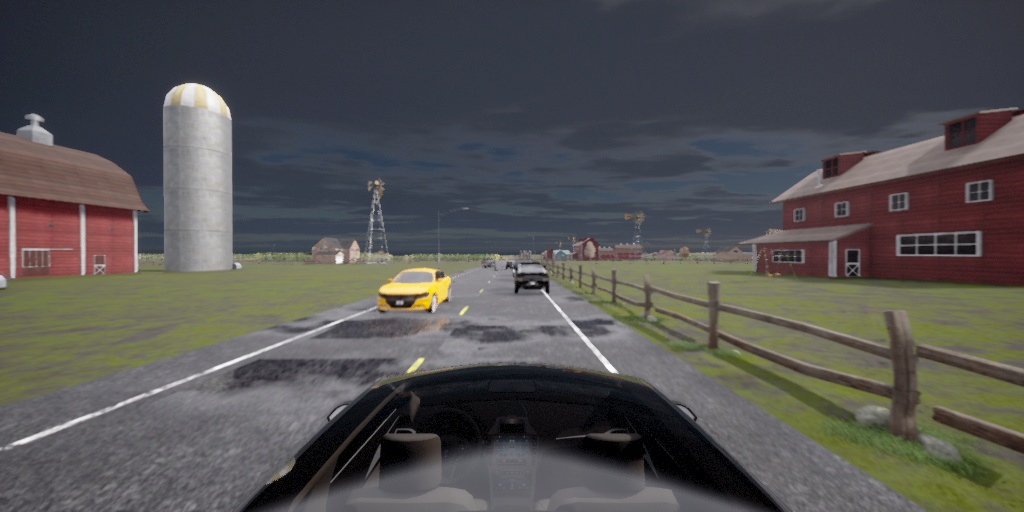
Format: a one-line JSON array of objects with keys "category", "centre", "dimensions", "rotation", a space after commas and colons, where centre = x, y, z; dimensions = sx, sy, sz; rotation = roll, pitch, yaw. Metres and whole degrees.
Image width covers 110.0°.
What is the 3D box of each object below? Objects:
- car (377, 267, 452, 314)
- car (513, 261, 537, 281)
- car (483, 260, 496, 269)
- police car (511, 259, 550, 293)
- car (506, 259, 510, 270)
[{"category": "car", "centre": [-3.599, 1.219, 13.988], "dimensions": [1.882, 1.535, 5.008], "rotation": [0, 0, 0]}, {"category": "car", "centre": [1.053, 1.218, 30.608], "dimensions": [1.882, 1.535, 5.008], "rotation": [0, 0, 0]}, {"category": "car", "centre": [-3.542, 1.328, 57.771], "dimensions": [1.994, 1.385, 4.181], "rotation": [0, 0, 1]}, {"category": "police car", "centre": [1.052, 1.164, 20.717], "dimensions": [1.930, 1.638, 5.238], "rotation": [0, 0, 0]}, {"category": "car", "centre": [0.005, 1.237, 54.412], "dimensions": [1.882, 1.535, 5.008], "rotation": [0, 0, 0]}]
